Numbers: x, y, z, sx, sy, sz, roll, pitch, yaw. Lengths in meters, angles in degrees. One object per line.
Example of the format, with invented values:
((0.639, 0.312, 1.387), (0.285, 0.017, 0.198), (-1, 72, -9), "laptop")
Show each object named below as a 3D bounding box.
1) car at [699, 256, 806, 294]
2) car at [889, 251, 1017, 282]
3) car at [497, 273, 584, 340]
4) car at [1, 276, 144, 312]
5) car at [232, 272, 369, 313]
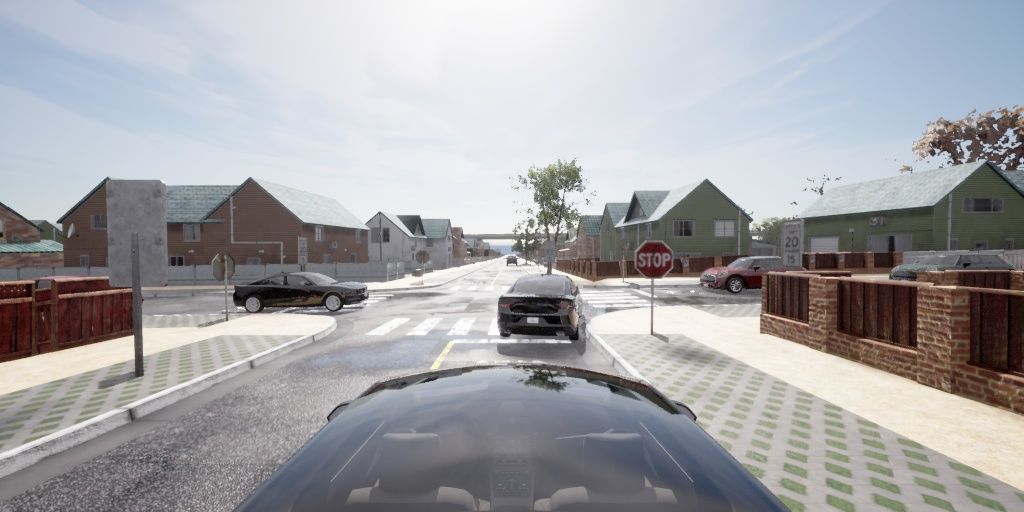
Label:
((11.805, 0.821, 17.696), (4.553, 1.767, 2.097), (-1, 2, 0), "car")
((21.700, 0.646, 17.768), (4.553, 1.767, 2.097), (-1, 2, 0), "car")
((0.957, 1.225, 10.085), (1.882, 1.535, 5.008), (0, 0, 12), "car")
((-18.022, 1.547, 14.547), (5.008, 1.535, 1.882), (-1, 2, 0), "car")
((-8.470, 1.377, 14.611), (5.008, 1.535, 1.882), (-1, 2, 0), "car")
